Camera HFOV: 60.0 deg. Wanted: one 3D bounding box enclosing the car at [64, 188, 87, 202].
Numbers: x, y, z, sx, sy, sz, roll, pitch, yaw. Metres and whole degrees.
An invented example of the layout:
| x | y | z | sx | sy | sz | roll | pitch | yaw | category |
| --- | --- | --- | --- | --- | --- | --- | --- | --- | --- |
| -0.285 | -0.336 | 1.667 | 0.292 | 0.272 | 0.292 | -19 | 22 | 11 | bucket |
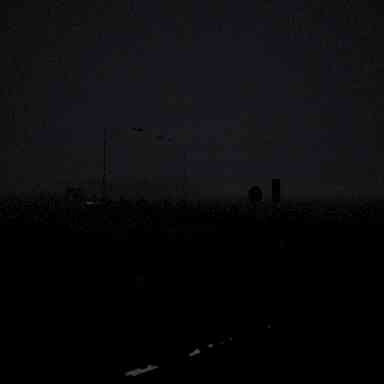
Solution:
| x | y | z | sx | sy | sz | roll | pitch | yaw | category |
| --- | --- | --- | --- | --- | --- | --- | --- | --- | --- |
| -17.850 | 0.398 | 50.743 | 2.150 | 2.045 | 5.566 | 1 | 1 | -34 | car |
